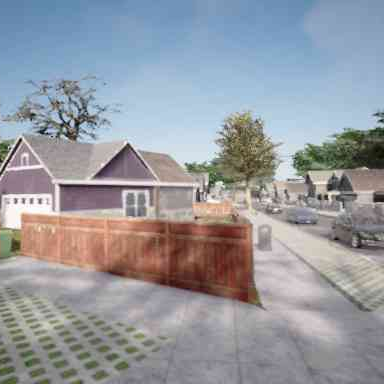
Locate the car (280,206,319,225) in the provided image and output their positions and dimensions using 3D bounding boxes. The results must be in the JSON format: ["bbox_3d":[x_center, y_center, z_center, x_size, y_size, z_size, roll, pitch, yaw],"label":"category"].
[{"bbox_3d":[9.445,2.015,28.992,2.033,1.411,5.357,-1,-1,5],"label":"car"}]

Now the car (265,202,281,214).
[{"bbox_3d":[11.025,2.183,45.218,2.128,1.511,4.902,-1,-1,5],"label":"car"}]

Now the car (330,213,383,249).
[{"bbox_3d":[8.279,1.806,16.231,1.837,1.490,4.892,-1,-1,5],"label":"car"}]
